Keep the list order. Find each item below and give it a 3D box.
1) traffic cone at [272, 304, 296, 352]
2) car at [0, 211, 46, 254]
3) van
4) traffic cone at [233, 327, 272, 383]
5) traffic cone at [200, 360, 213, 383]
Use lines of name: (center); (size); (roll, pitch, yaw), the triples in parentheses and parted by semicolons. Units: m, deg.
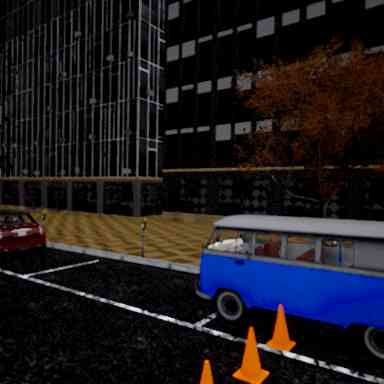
traffic cone: (1.305, 1.948, 4.885); (0.340, 0.580, 0.340); (0, 0, 36)
car: (-7.191, 1.389, 12.125); (4.097, 1.590, 1.967); (0, 1, 36)
van: (1.961, 1.335, 5.583); (3.998, 1.788, 1.690); (0, 1, 36)
traffic cone: (0.723, 1.948, 4.071); (0.340, 0.580, 0.340); (0, 0, 36)
traffic cone: (0.142, 1.948, 3.257); (0.340, 0.580, 0.340); (0, 0, 36)
